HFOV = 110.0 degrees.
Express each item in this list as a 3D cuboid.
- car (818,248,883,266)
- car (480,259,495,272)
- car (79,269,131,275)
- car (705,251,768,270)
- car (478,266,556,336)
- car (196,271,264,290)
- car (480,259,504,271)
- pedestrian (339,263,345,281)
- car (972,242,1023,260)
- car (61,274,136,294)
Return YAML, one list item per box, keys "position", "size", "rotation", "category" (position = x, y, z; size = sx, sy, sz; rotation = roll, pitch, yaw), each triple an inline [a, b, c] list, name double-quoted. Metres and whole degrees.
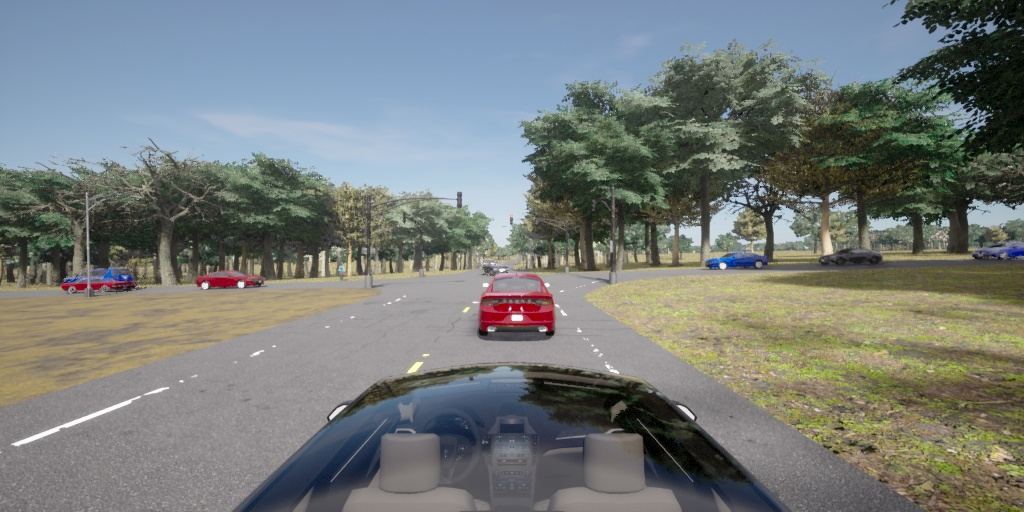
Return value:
- position: [29.861, 0.051, 31.673]
  size: [4.674, 1.442, 1.812]
  rotation: [-2, -1, 2]
  category: "car"
- position: [-4.052, 1.505, 59.719]
  size: [2.150, 2.045, 5.566]
  rotation: [0, -1, -1]
  category: "car"
- position: [-39.965, 2.301, 34.695]
  size: [5.566, 2.045, 2.150]
  rotation: [-2, -1, 3]
  category: "car"
- position: [20.001, 0.391, 32.089]
  size: [5.008, 1.535, 1.882]
  rotation: [-2, -1, 2]
  category: "car"
- position: [0.127, 1.229, 10.484]
  size: [1.882, 1.535, 5.008]
  rotation: [0, 0, 0]
  category: "car"
- position: [-23.690, 1.974, 30.255]
  size: [5.008, 1.535, 1.882]
  rotation: [-2, -1, 2]
  category: "car"
- position: [-1.897, 1.423, 39.359]
  size: [2.128, 1.511, 4.902]
  rotation: [0, -1, -21]
  category: "car"
- position: [-17.914, 1.666, 37.603]
  size: [0.375, 1.860, 0.375]
  rotation: [0, 1, 3]
  category: "pedestrian"
- position: [43.047, -0.450, 31.099]
  size: [4.674, 1.442, 1.812]
  rotation: [-3, -1, 2]
  category: "car"
- position: [-35.352, 2.492, 30.779]
  size: [4.718, 1.301, 1.895]
  rotation: [-2, -1, 3]
  category: "car"
